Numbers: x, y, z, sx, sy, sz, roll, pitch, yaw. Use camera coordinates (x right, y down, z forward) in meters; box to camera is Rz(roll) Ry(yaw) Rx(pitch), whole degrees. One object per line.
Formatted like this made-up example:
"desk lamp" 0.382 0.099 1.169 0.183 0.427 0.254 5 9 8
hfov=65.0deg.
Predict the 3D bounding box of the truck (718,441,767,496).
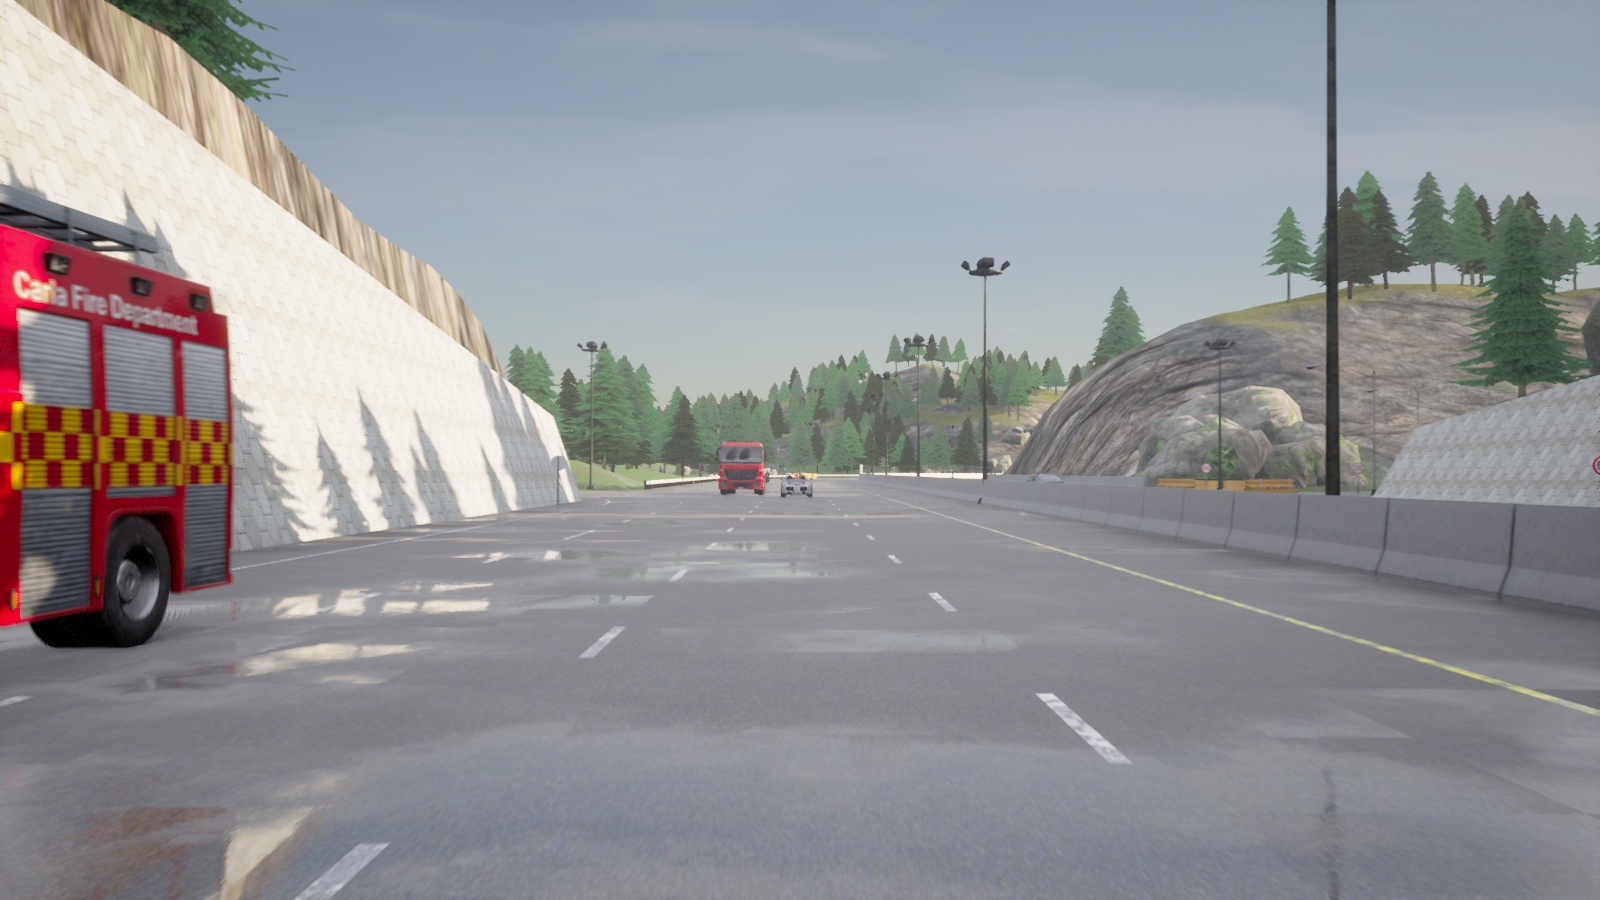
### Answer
"truck" -3.705 1.235 82.870 2.891 3.462 7.936 0 -1 0

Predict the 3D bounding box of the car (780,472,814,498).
"car" -0.180 2.020 74.005 1.970 1.475 3.806 0 -1 0

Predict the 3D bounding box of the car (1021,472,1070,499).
"car" 13.828 1.972 70.901 1.812 1.442 4.674 0 -1 0

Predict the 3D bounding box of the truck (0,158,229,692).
"truck" -7.190 -0.183 8.254 2.891 3.827 8.468 -1 -1 1
